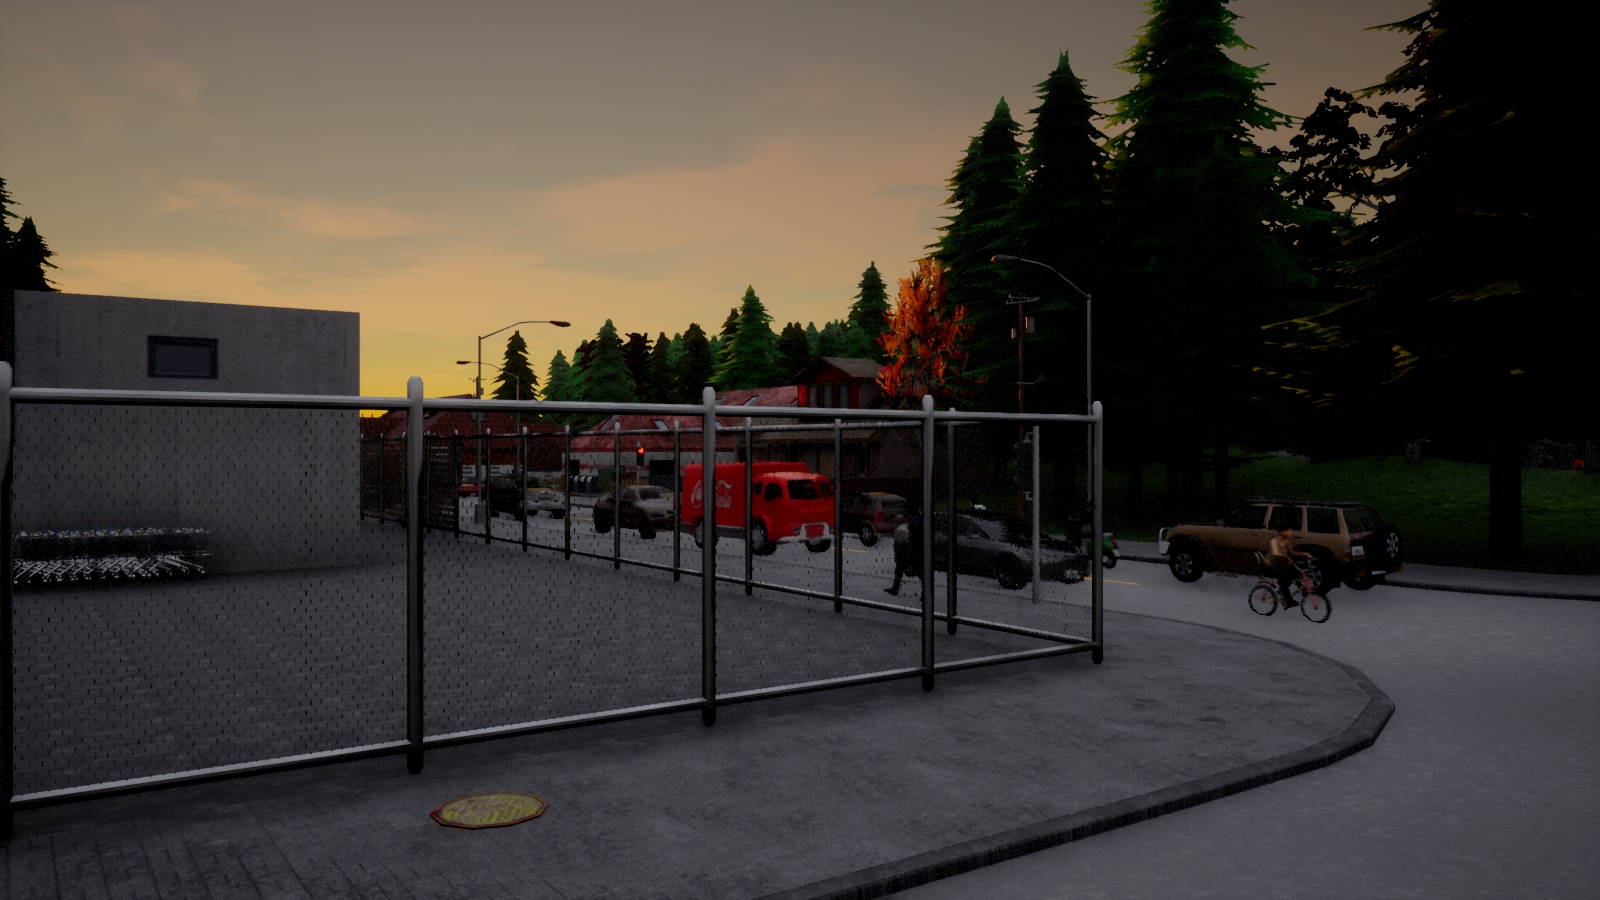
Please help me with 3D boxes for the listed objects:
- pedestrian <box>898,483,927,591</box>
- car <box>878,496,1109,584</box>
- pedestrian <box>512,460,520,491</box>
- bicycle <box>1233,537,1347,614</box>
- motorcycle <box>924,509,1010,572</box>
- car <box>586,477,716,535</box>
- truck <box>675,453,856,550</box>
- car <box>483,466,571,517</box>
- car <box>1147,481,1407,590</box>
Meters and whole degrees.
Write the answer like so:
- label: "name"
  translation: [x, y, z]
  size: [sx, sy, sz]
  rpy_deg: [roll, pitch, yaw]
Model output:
- label: "pedestrian"
  translation: [1.973, 1.515, 20.049]
  size: [0.375, 1.860, 0.375]
  rpy_deg: [0, 0, 34]
- label: "car"
  translation: [4.027, 1.840, 24.596]
  size: [2.163, 1.488, 4.792]
  rpy_deg: [0, 0, -35]
- label: "pedestrian"
  translation: [-16.959, 1.519, 68.212]
  size: [0.375, 1.860, 0.375]
  rpy_deg: [0, 0, -26]
- label: "bicycle"
  translation: [8.047, 2.033, 18.811]
  size: [0.859, 1.080, 1.487]
  rpy_deg: [0, 0, -33]
- label: "motorcycle"
  translation: [3.660, 1.959, 25.125]
  size: [0.856, 1.236, 1.805]
  rpy_deg: [0, 0, -35]
- label: "car"
  translation: [-4.974, 1.768, 37.516]
  size: [2.152, 1.651, 5.027]
  rpy_deg: [0, 0, -35]
- label: "truck"
  translation: [-1.067, 1.359, 31.895]
  size: [2.627, 2.467, 5.204]
  rpy_deg: [0, -1, -35]
- label: "car"
  translation: [-11.147, 1.640, 46.405]
  size: [1.932, 1.855, 4.605]
  rpy_deg: [0, 0, -34]
- label: "car"
  translation: [9.641, 1.640, 23.438]
  size: [1.932, 1.855, 4.605]
  rpy_deg: [0, 0, -35]
